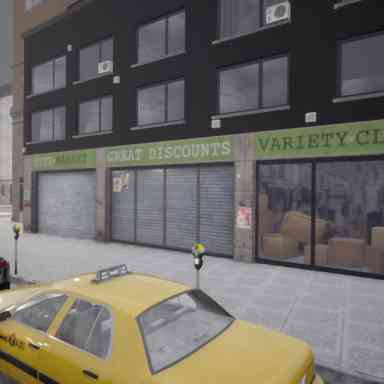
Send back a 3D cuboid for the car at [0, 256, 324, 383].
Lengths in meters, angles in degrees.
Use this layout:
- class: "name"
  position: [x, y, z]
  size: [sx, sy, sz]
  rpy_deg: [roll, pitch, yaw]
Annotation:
- class: "car"
  position: [-1.100, 1.524, 3.862]
  size: [4.829, 1.417, 1.752]
  rpy_deg: [0, 1, 35]
